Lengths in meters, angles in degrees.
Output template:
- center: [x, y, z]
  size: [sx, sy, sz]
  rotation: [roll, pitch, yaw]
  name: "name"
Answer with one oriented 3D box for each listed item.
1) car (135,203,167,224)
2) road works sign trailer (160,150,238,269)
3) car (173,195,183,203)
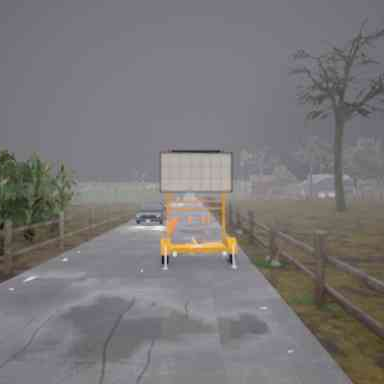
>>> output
- center: [-2.825, 1.471, 24.065]
  size: [2.033, 1.411, 5.357]
  rotation: [0, 0, 0]
  name: "car"
- center: [0.123, 0.420, 11.009]
  size: [2.380, 3.560, 2.880]
  rotation: [0, 0, -5]
  name: "road works sign trailer"
- center: [-2.713, 1.424, 65.634]
  size: [2.128, 1.511, 4.902]
  rotation: [0, 0, 1]
  name: "car"
